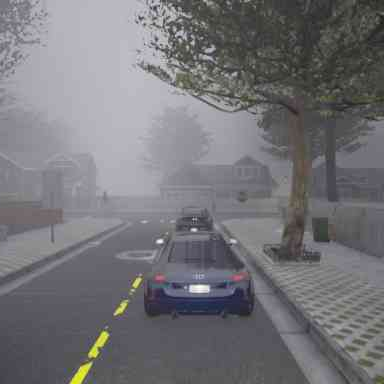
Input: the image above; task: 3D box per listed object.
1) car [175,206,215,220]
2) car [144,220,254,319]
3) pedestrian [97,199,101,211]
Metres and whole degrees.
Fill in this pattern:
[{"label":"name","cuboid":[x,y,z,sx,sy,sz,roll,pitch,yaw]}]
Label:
[{"label":"car","cuboid":[0.155,1.499,17.891,1.837,1.490,4.892,0,0,1]},{"label":"car","cuboid":[0.110,1.561,7.475,1.994,1.385,4.181,0,0,0]},{"label":"pedestrian","cuboid":[-9.718,1.331,34.706,0.375,1.300,0.375,0,0,-1]}]
